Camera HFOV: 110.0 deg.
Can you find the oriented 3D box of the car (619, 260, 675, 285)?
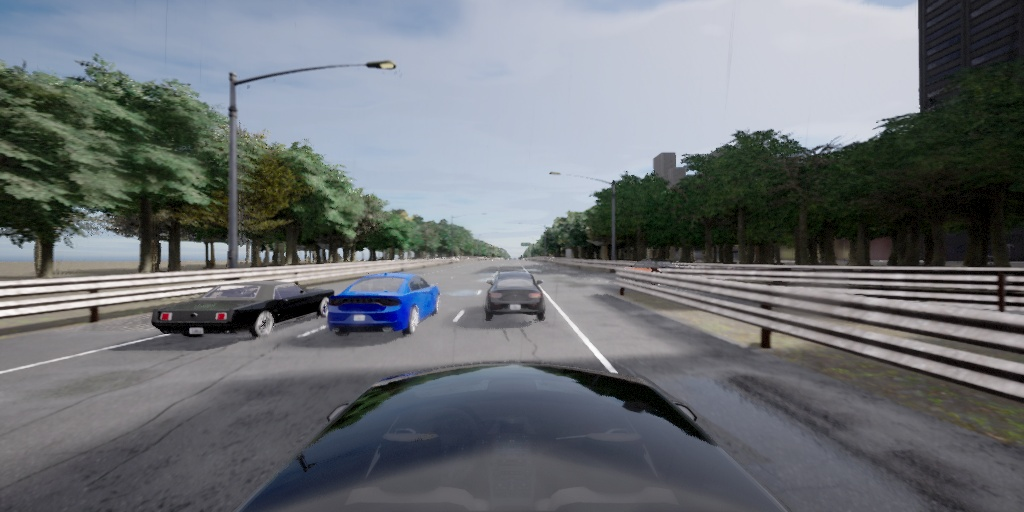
[{"bbox_3d":[9.673,1.069,25.618,2.097,1.767,4.553,0,0,-20],"label":"car"}]

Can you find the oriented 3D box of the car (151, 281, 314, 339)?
[{"bbox_3d":[-6.904,1.347,10.071,1.895,1.301,4.718,0,0,0],"label":"car"}]

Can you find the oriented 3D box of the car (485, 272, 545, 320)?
[{"bbox_3d":[0.096,1.266,12.383,1.812,1.442,4.674,0,0,0],"label":"car"}]

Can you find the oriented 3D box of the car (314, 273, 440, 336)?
[{"bbox_3d":[-3.401,1.223,10.467,1.882,1.535,5.008,0,0,0],"label":"car"}]
